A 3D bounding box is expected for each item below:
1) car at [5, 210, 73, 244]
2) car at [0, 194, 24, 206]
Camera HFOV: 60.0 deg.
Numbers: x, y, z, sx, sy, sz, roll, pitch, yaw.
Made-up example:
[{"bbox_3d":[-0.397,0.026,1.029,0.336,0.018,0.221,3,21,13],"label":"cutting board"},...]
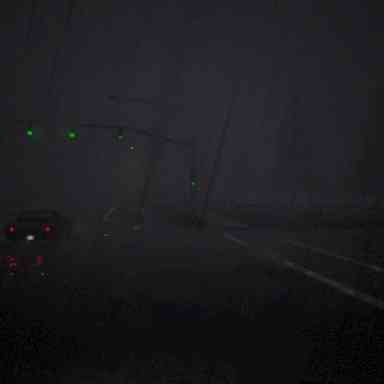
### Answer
[{"bbox_3d":[-6.685,1.478,15.135,1.895,1.301,4.718,1,0,-10],"label":"car"},{"bbox_3d":[-23.739,1.046,43.924,2.128,1.511,4.902,1,0,-10],"label":"car"}]
